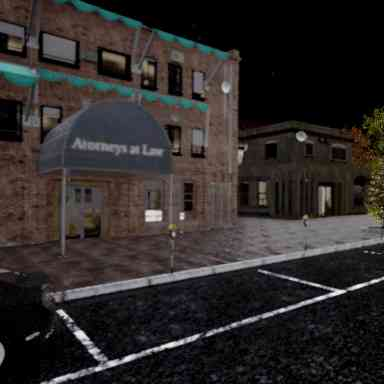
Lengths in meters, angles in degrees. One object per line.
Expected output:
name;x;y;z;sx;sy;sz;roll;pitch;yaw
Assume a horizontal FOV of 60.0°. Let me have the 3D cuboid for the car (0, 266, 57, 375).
car;-3.907;1.550;3.762;4.403;1.369;2.008;0;1;-36
